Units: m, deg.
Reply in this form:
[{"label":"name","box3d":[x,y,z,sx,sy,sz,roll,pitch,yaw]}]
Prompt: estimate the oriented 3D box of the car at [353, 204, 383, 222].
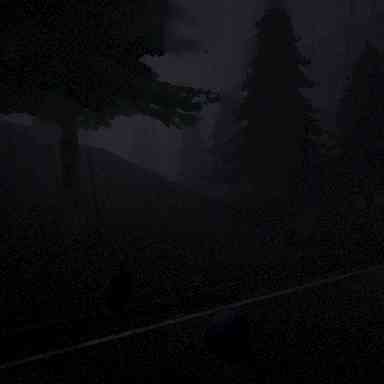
[{"label":"car","box3d":[14.279,1.587,24.704,1.994,1.385,4.181,0,0,-36]}]
